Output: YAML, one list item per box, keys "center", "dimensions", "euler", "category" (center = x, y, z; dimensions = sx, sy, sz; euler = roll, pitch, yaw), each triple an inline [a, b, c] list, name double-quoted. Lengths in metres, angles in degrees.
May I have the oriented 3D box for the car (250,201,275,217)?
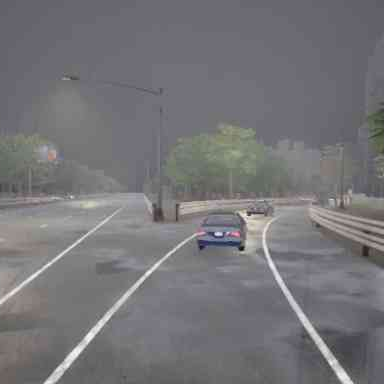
- center: [6.617, 1.586, 31.888]
  dimensions: [2.033, 1.411, 5.357]
  euler: [0, 0, 23]
  category: "car"

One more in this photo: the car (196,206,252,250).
- center: [1.428, 1.560, 14.425]
  dimensions: [2.033, 1.411, 5.357]
  euler: [0, 0, 11]
  category: "car"
